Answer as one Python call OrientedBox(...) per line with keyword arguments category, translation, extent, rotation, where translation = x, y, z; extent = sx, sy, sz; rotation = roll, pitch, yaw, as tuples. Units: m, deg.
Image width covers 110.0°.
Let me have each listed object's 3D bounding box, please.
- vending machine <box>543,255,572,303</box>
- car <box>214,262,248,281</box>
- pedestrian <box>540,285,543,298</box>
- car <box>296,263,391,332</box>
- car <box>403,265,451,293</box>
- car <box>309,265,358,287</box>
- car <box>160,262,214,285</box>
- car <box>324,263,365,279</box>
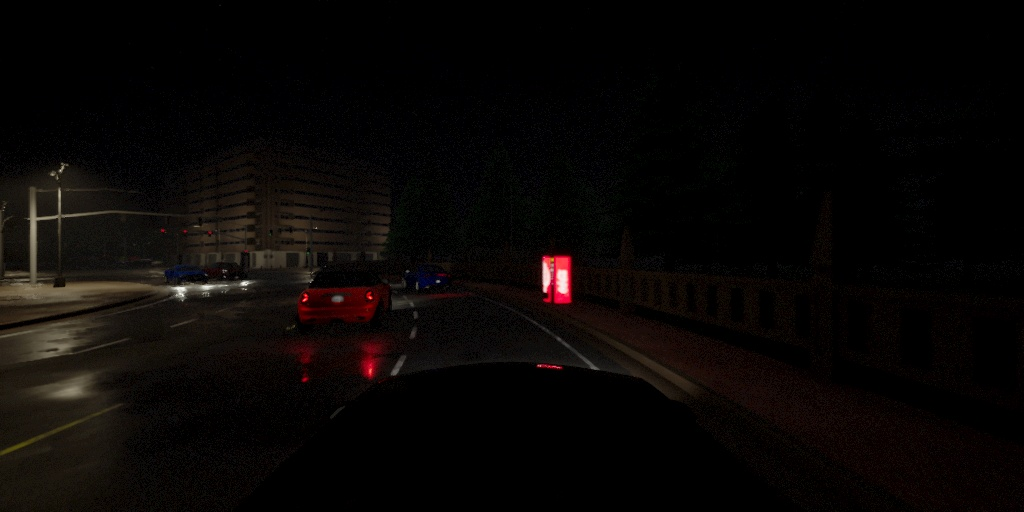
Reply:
OrientedBox(category="vending machine", translation=(1.862, 0.957, 14.765), extent=(1.100, 2.100, 0.880), rotation=(0, 0, -17))
OrientedBox(category="car", translation=(-26.666, 1.382, 33.533), extent=(4.553, 1.767, 2.097), rotation=(0, 0, 33))
OrientedBox(category="pedestrian", translation=(1.562, 0.907, 15.451), extent=(0.375, 1.860, 0.375), rotation=(0, 0, -18))
OrientedBox(category="car", translation=(-5.121, 1.164, 11.507), extent=(2.097, 1.767, 4.553), rotation=(-1, 0, -14))
OrientedBox(category="car", translation=(-5.361, 1.293, 22.204), extent=(1.882, 1.535, 5.008), rotation=(0, 0, -30))
OrientedBox(category="car", translation=(-14.022, 1.465, 27.961), extent=(2.033, 1.411, 5.357), rotation=(0, 0, -42))
OrientedBox(category="car", translation=(-26.584, 1.499, 29.242), extent=(5.008, 1.535, 1.882), rotation=(-1, -1, 35))
OrientedBox(category="car", translation=(-16.575, 1.458, 35.393), extent=(4.674, 1.442, 1.812), rotation=(-1, 0, 38))
